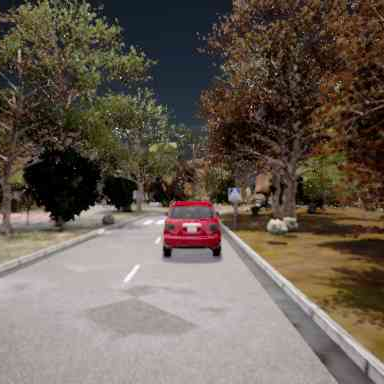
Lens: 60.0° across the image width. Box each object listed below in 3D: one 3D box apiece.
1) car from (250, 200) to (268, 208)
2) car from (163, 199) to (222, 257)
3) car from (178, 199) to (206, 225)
[{"bbox_3d":[13.962,2.429,68.709,2.097,1.767,4.553,-2,-2,43],"label":"car"},{"bbox_3d":[0.002,1.409,14.034,2.150,2.045,5.566,0,-1,0],"label":"car"},{"bbox_3d":[0.005,1.635,29.037,2.150,2.045,5.566,0,-1,0],"label":"car"}]
